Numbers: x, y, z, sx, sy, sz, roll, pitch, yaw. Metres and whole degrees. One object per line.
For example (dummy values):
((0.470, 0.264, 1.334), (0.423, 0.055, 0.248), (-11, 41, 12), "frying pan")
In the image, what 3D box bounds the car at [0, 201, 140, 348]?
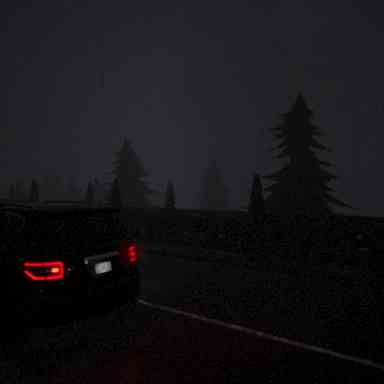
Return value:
((-3.495, 1.200, 6.484), (5.566, 2.045, 2.150), (0, 0, 35), "car")
